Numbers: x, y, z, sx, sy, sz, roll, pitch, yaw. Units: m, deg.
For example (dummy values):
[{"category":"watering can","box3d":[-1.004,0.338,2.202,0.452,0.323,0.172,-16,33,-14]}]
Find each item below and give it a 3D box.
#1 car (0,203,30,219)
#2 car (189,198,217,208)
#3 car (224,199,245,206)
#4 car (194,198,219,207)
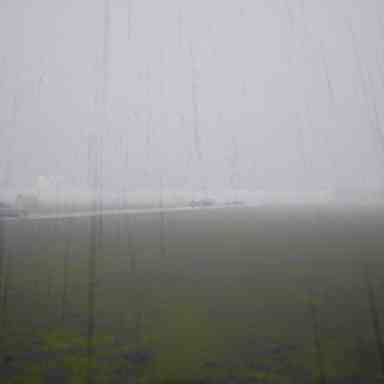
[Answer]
[{"category":"car","box3d":[-16.202,1.608,28.400,1.994,1.385,4.181,0,-1,37]},{"category":"car","box3d":[1.581,1.730,52.218,1.882,1.535,5.008,0,-1,37]},{"category":"car","box3d":[7.815,1.916,60.671,1.895,1.301,4.718,0,0,37]},{"category":"car","box3d":[2.605,1.786,58.278,2.128,1.511,4.902,0,0,37]}]
